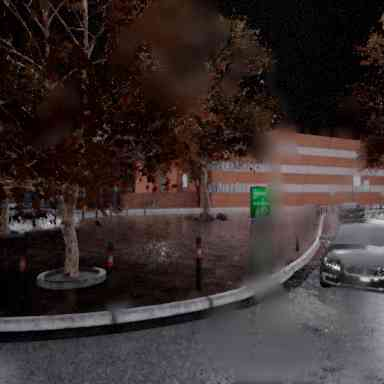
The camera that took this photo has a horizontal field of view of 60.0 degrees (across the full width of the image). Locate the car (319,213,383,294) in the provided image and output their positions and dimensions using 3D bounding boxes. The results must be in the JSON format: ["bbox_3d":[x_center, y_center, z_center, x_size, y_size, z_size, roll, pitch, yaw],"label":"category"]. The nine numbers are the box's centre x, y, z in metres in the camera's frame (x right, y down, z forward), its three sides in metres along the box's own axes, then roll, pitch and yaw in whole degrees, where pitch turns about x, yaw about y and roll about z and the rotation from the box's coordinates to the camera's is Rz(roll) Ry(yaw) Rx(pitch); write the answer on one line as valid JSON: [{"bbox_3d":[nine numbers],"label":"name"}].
[{"bbox_3d":[4.623,1.509,8.721,1.837,1.490,4.892,0,0,29],"label":"car"}]

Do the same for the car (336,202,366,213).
[{"bbox_3d":[13.391,1.617,28.109,1.837,1.490,4.892,-1,-1,24],"label":"car"}]

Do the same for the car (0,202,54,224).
[{"bbox_3d":[-12.756,1.526,25.590,2.128,1.511,4.902,0,0,15],"label":"car"}]
